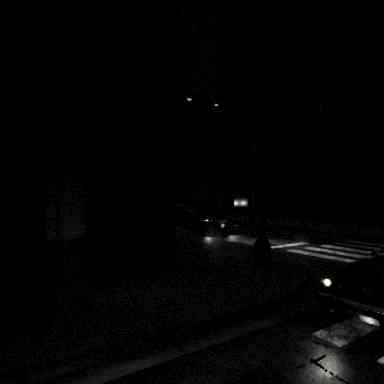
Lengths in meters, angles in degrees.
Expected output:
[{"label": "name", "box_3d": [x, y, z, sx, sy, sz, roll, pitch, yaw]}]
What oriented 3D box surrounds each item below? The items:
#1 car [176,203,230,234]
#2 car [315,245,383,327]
[{"label": "car", "box_3d": [0.079, 1.406, 18.631, 2.128, 1.511, 4.902, 0, 0, -37]}, {"label": "car", "box_3d": [4.431, 1.597, 6.249, 4.718, 1.301, 1.895, 0, 0, -36]}]
